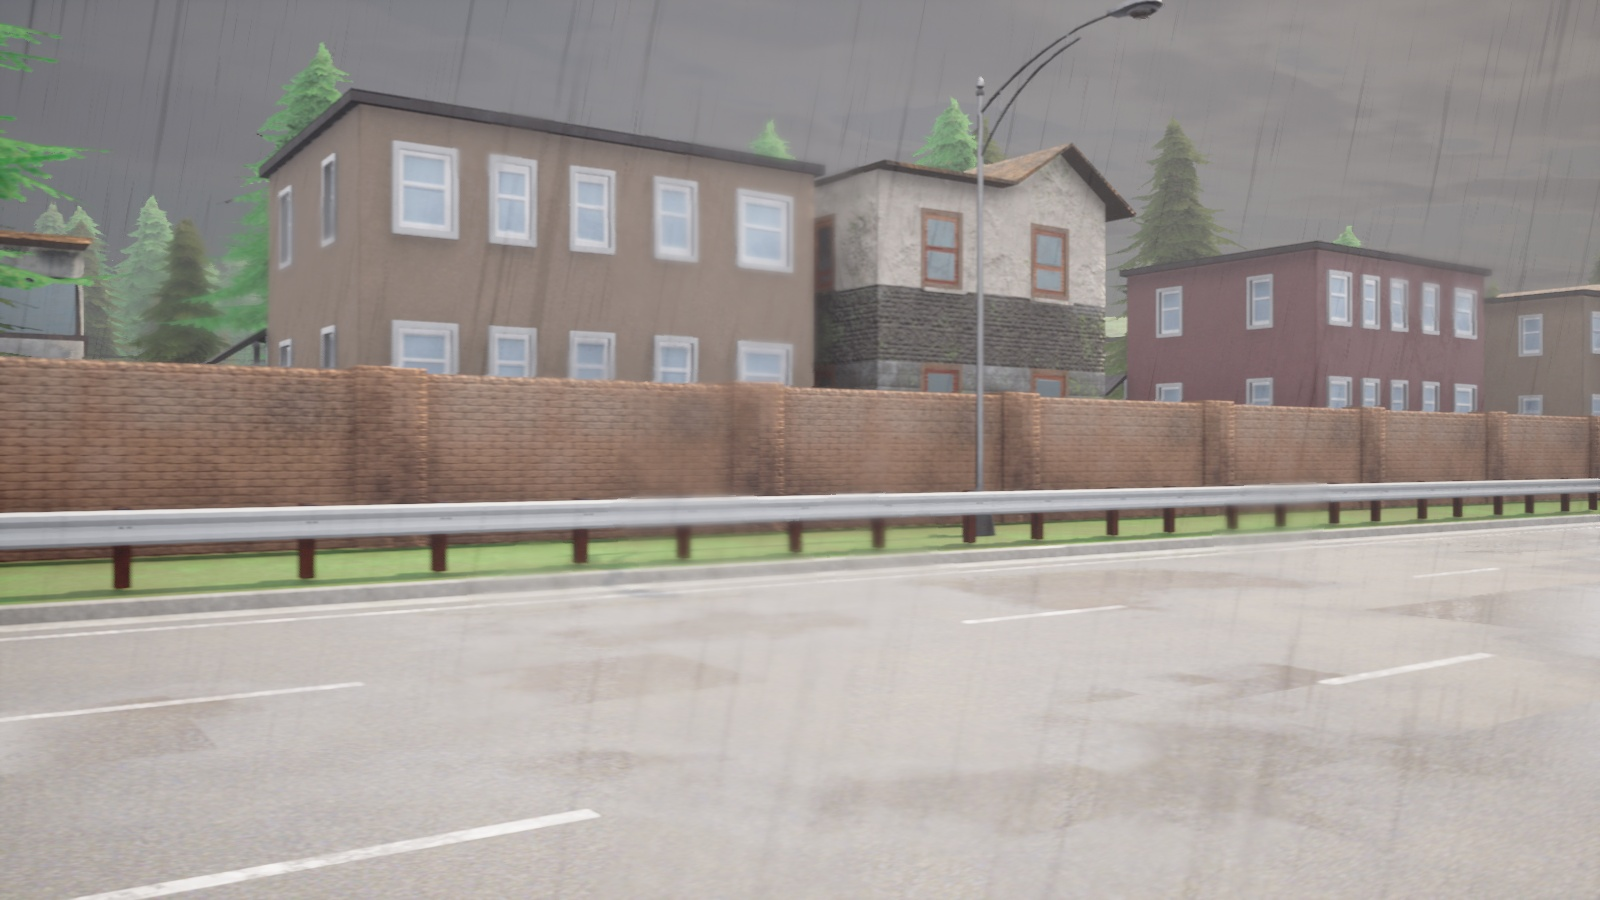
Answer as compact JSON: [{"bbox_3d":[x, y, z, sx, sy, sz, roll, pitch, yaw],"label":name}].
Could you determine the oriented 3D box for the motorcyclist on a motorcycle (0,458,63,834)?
[{"bbox_3d":[-4.228,0.801,4.980,2.191,1.530,0.866,0,0,-35],"label":"motorcyclist on a motorcycle"}]
